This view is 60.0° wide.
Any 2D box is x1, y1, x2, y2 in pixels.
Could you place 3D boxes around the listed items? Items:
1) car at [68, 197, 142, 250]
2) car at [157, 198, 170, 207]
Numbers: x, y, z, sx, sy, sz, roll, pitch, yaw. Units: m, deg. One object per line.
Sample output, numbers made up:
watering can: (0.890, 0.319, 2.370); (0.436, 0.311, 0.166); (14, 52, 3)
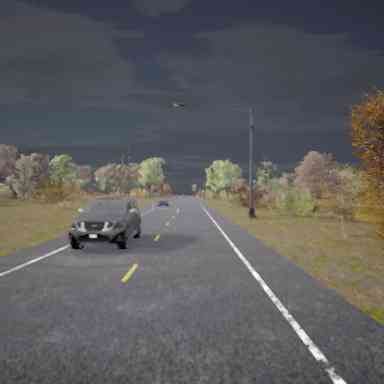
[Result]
car: (-3.596, 1.273, 14.877); (2.150, 2.045, 5.566); (0, 0, 0)
car: (-4.672, 1.751, 54.876); (2.033, 1.411, 5.357); (0, 0, -6)
